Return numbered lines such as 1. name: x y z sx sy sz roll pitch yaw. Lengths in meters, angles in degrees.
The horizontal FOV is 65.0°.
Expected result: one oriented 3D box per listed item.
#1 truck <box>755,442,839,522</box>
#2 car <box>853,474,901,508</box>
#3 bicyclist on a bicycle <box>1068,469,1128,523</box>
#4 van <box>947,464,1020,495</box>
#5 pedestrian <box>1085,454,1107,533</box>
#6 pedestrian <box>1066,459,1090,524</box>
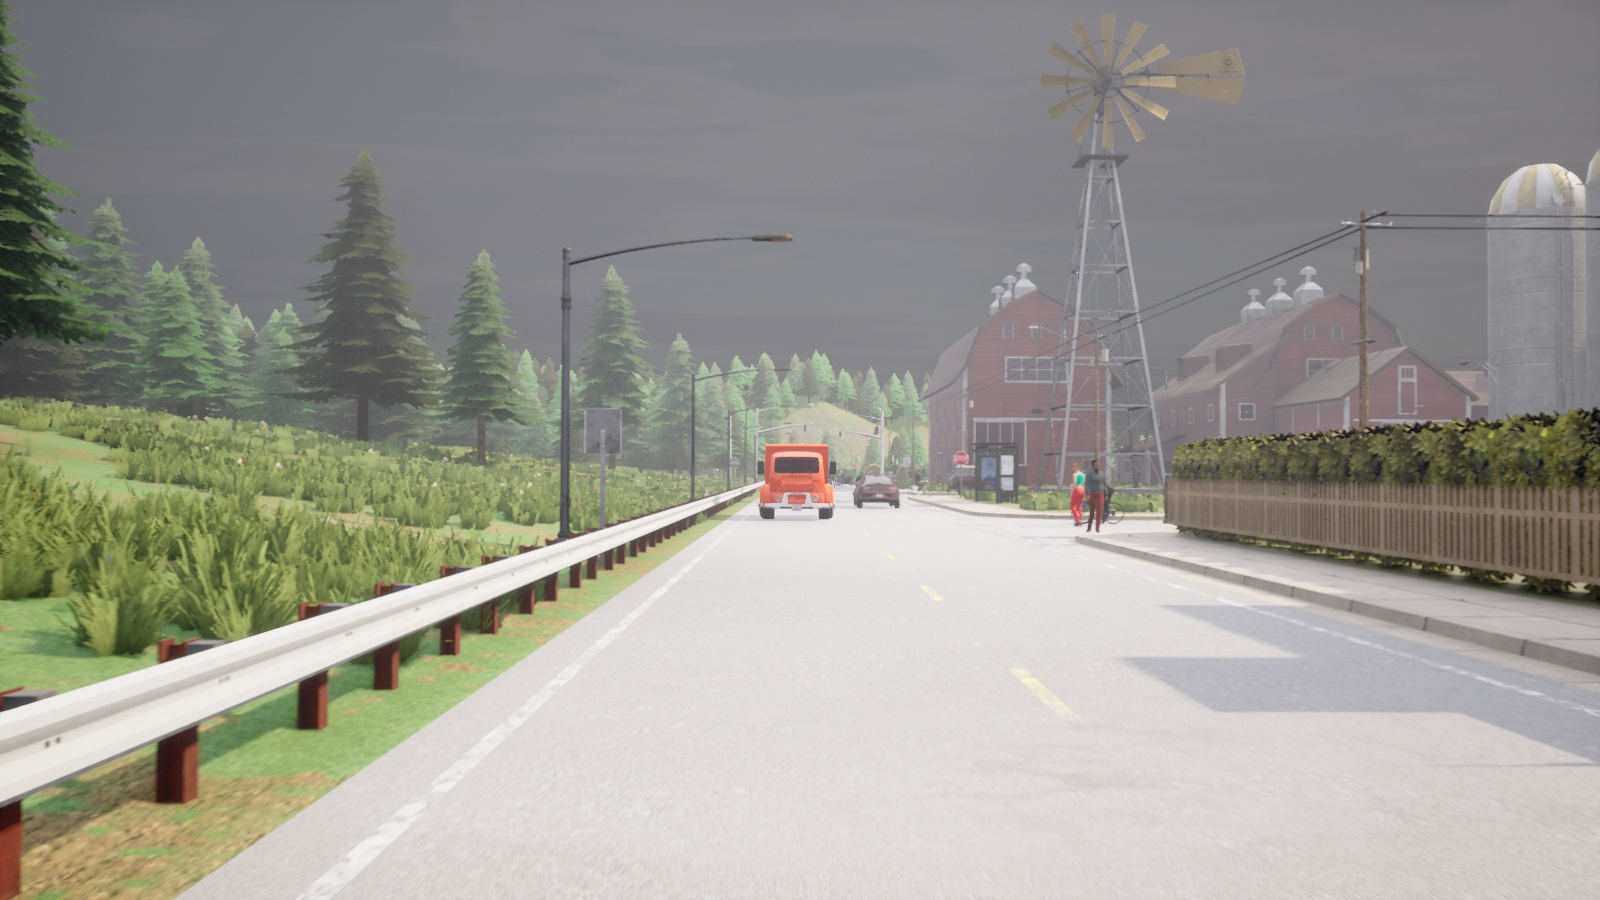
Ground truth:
1. truck: -0.103 1.044 41.783 2.627 2.467 5.204 0 -1 0
2. car: 3.365 1.773 55.428 1.812 1.442 4.674 0 -1 0
3. bicyclist on a bicycle: 9.074 1.384 38.254 1.656 1.620 0.582 0 -1 -4
4. van: 11.832 1.906 81.224 4.442 1.987 1.775 0 -1 1
5. pedestrian: 6.992 1.029 29.675 0.353 1.847 0.614 0 -1 -2
6. pedestrian: 7.932 1.181 35.876 0.345 1.836 0.594 0 -1 -31
